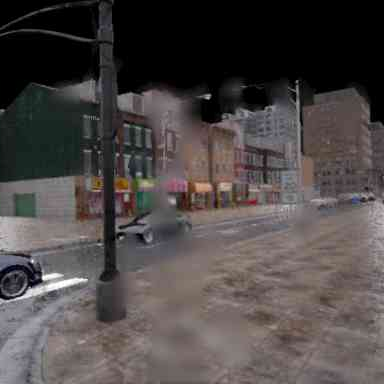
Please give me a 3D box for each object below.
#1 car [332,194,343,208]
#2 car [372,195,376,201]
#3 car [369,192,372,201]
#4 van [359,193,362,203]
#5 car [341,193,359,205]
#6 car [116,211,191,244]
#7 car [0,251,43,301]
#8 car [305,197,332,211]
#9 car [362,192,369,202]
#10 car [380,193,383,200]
[{"bbox_3d":[17.789,1.382,43.439,2.008,1.369,4.403,-2,-1,35],"label":"car"},{"bbox_3d":[37.298,1.018,70.895,2.192,1.841,5.009,-2,-1,35],"label":"car"},{"bbox_3d":[33.951,1.246,66.179,1.752,1.417,4.829,-2,-1,35],"label":"car"},{"bbox_3d":[27.541,1.099,57.168,1.690,1.788,3.998,-2,-1,35],"label":"van"},{"bbox_3d":[24.288,1.095,52.593,2.192,1.841,5.009,-2,-1,35],"label":"car"},{"bbox_3d":[-1.722,1.595,15.985,1.947,1.339,4.313,-1,0,35],"label":"car"},{"bbox_3d":[-5.227,1.633,6.499,1.994,1.385,4.181,-2,0,35],"label":"car"},{"bbox_3d":[14.538,1.441,38.863,1.802,1.307,4.206,-2,-1,35],"label":"car"},{"bbox_3d":[30.793,1.053,61.744,2.192,1.841,5.009,-2,-1,35],"label":"car"},{"bbox_3d":[43.570,0.963,75.172,2.033,1.411,5.357,-2,-1,35],"label":"car"}]
